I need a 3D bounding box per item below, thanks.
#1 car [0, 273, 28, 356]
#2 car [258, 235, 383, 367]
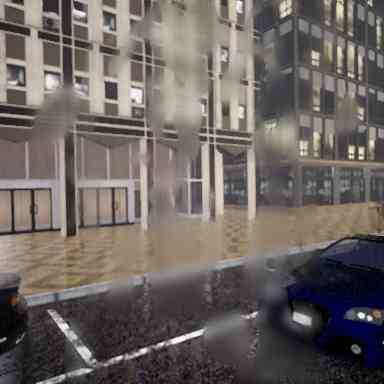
[{"bbox_3d":[-4.213,1.579,3.561,4.403,1.369,2.008,-1,1,-35],"label":"car"},{"bbox_3d":[3.076,1.458,5.553,4.181,1.385,1.994,-1,1,-35],"label":"car"}]
